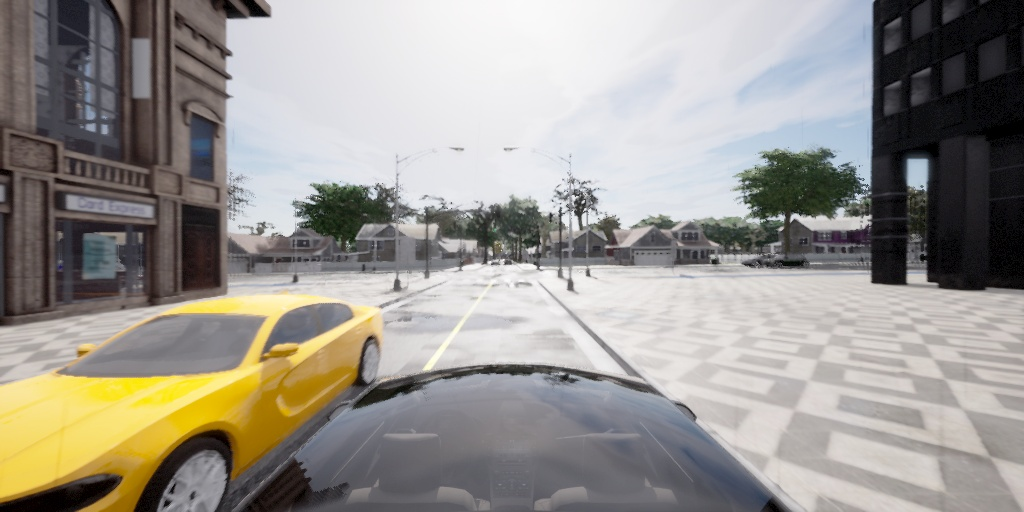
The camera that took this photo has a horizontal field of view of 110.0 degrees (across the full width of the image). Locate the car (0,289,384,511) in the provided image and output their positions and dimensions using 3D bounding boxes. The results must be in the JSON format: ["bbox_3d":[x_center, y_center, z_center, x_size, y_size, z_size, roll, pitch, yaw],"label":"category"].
[{"bbox_3d":[-3.099,1.227,4.071,1.882,1.535,5.008,0,0,0],"label":"car"}]

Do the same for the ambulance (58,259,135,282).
[{"bbox_3d":[-40.061,1.579,34.555,6.366,2.431,2.351,-1,0,0],"label":"ambulance"}]

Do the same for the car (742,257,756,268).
[{"bbox_3d":[31.415,0.646,44.836,4.892,1.490,1.837,-1,0,0],"label":"car"}]

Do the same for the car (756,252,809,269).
[{"bbox_3d":[31.598,0.507,41.590,4.553,1.767,2.097,-1,0,0],"label":"car"}]
